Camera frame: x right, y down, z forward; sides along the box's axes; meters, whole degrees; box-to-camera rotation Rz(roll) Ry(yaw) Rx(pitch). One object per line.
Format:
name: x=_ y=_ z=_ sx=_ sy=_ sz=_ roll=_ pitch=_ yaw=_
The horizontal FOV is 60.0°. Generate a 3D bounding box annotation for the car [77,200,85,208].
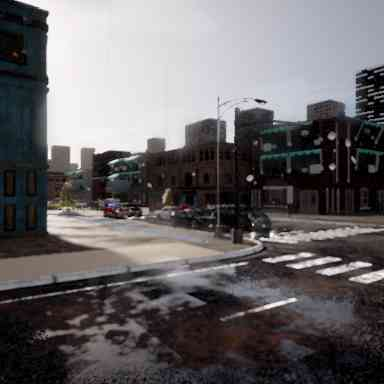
car: x=-22.335 y=2.480 z=65.759 sx=1.895 sy=1.301 sz=4.718 roll=0 pitch=-1 yaw=-35

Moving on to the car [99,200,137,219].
car: x=-7.926 y=1.968 z=35.462 sx=1.967 sy=1.590 sz=4.097 roll=-1 pitch=0 yaw=-35

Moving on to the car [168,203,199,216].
car: x=-1.092 y=2.099 z=40.317 sx=1.802 sy=1.307 sz=4.206 roll=-1 pitch=0 yaw=-35

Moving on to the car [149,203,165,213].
car: x=-4.297 y=2.161 z=44.828 sx=1.802 sy=1.307 sz=4.206 roll=-1 pitch=0 yaw=-35

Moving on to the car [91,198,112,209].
car: x=-17.124 y=2.134 z=62.879 sx=2.192 sy=1.841 sz=5.009 roll=-1 pitch=0 yaw=-35

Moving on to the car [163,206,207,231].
car: x=0.014 y=1.935 z=24.079 sx=1.947 sy=1.339 sz=4.313 roll=-1 pitch=0 yaw=-35

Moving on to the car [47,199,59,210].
car: x=-23.853 y=2.354 z=57.885 sx=1.752 sy=1.417 sz=4.829 roll=-1 pitch=0 yaw=-35

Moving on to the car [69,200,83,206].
car: x=-26.737 y=2.558 z=76.416 sx=1.947 sy=1.339 sz=4.313 roll=-1 pitch=0 yaw=-35

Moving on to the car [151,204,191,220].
car: x=-1.611 y=2.043 z=31.063 sx=1.895 sy=1.301 sz=4.718 roll=0 pitch=-1 yaw=-35

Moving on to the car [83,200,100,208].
car: x=-20.326 y=2.422 z=67.390 sx=1.887 sy=1.381 sz=4.507 roll=-1 pitch=0 yaw=-35

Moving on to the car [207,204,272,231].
car: x=3.493 y=1.692 z=23.765 sx=2.097 sy=1.767 sz=4.553 roll=0 pitch=-1 yaw=-34

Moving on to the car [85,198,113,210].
car: x=-15.938 y=2.255 z=56.755 sx=2.128 sy=1.511 sz=4.902 roll=0 pitch=0 yaw=-35

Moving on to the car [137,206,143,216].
car: x=-7.524 y=2.063 z=39.400 sx=1.837 sy=1.490 sz=4.892 roll=0 pitch=-1 yaw=-35
